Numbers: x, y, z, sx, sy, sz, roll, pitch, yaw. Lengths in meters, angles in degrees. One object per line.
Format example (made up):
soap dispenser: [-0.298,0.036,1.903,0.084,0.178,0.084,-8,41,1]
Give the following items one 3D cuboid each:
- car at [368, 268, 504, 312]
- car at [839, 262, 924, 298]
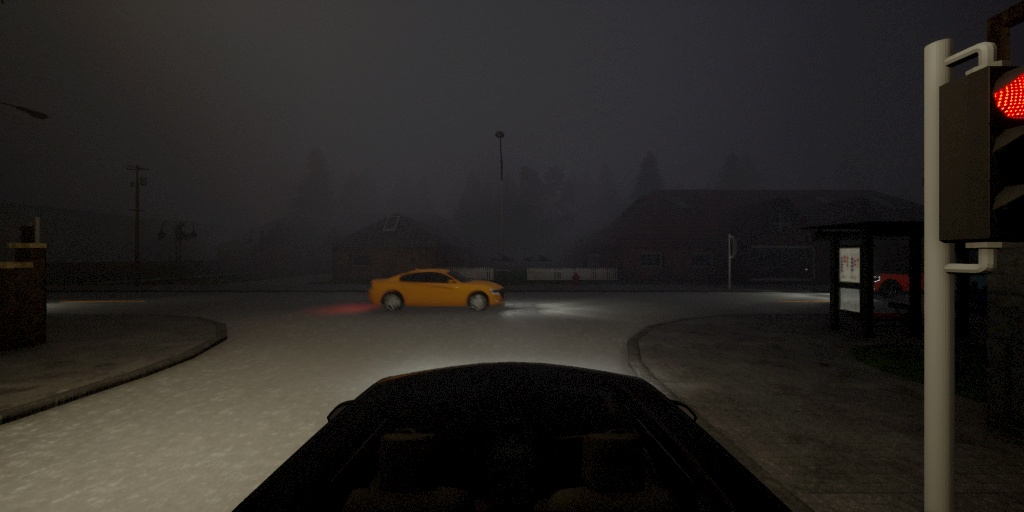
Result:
car: [-2.820,1.227,13.678,5.008,1.535,1.882,0,0,0]
car: [19.209,1.102,17.880,4.553,1.767,2.097,0,0,0]
